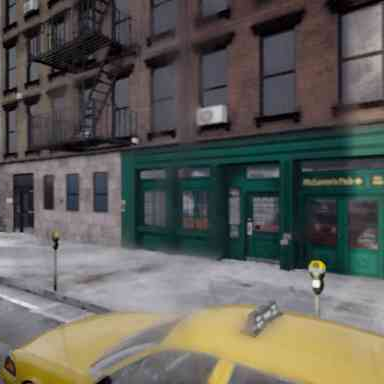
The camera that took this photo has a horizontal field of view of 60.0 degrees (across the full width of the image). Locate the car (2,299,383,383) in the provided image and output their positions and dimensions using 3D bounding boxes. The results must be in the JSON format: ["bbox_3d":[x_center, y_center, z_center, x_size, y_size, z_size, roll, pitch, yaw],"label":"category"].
[{"bbox_3d":[0.303,1.531,2.594,4.829,1.417,1.752,0,0,36],"label":"car"}]
